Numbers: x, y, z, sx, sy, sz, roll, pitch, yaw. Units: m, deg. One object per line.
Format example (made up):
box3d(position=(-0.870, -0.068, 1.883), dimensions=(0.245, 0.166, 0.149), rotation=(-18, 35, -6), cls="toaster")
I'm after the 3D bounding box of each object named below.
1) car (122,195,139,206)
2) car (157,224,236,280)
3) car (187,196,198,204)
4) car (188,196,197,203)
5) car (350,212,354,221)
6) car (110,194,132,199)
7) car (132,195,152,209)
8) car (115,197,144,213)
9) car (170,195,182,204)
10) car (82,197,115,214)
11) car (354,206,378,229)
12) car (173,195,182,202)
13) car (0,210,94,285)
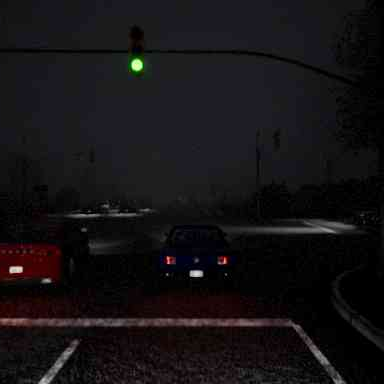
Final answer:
box3d(position=(-10.442, 1.458, 56.947), dimensions=(2.097, 1.767, 4.553), rotation=(0, 0, 0), cls="car")
box3d(position=(0.110, 1.620, 9.960), dimensions=(1.895, 1.301, 4.718), rotation=(0, 0, 0), cls="car")
box3d(position=(0.074, 1.630, 68.184), dimensions=(1.837, 1.490, 4.892), rotation=(0, 0, 0), cls="car")
box3d(position=(0.126, 1.671, 78.548), dimensions=(2.128, 1.511, 4.902), rotation=(0, 0, 1), cls="car")
box3d(position=(13.605, 1.569, 23.195), dimensions=(4.674, 1.442, 1.812), rotation=(0, 0, 5), cls="car")
box3d(position=(-10.499, 1.309, 46.912), dimensions=(2.150, 2.045, 5.566), rotation=(0, 0, 1), cls="car")
box3d(position=(-7.001, 1.441, 47.675), dimensions=(2.097, 1.767, 4.553), rotation=(0, 0, 0), cls="car")
box3d(position=(-7.088, 1.619, 38.151), dimensions=(2.033, 1.411, 5.357), rotation=(0, 0, -3), cls="car")
box3d(position=(-3.426, 1.671, 68.174), dimensions=(2.033, 1.411, 5.357), rotation=(0, 0, 0), cls="car")
box3d(position=(-10.553, 1.617, 36.912), dimensions=(2.033, 1.411, 5.357), rotation=(0, 0, 0), cls="car")
box3d(position=(12.741, 1.528, 19.740), dimensions=(4.902, 1.511, 2.128), rotation=(0, 0, 3), cls="car")
box3d(position=(-3.375, 1.474, 78.582), dimensions=(1.882, 1.535, 5.008), rotation=(0, 0, 1), cls="car")
box3d(position=(-4.153, 1.496, 9.473), dimensions=(1.882, 1.535, 5.008), rotation=(0, 0, -10), cls="car")
